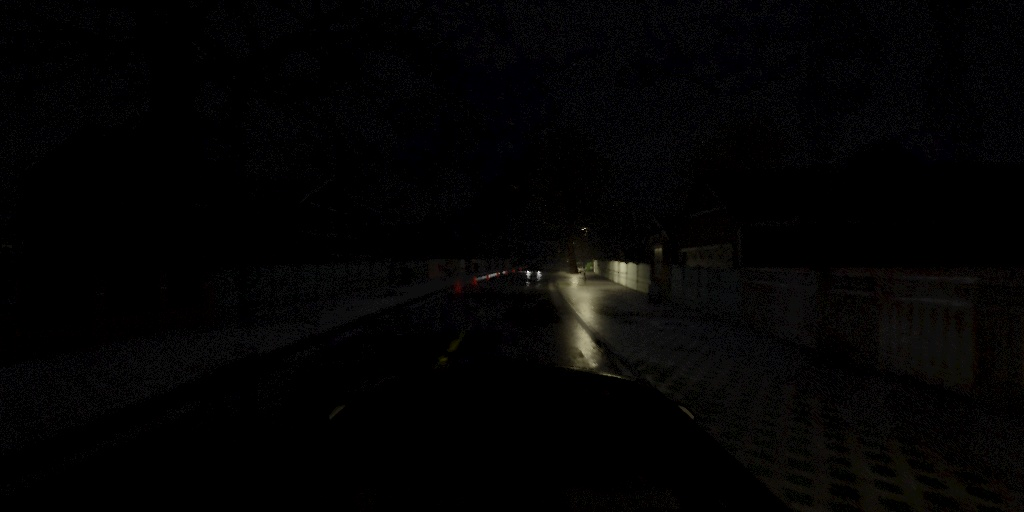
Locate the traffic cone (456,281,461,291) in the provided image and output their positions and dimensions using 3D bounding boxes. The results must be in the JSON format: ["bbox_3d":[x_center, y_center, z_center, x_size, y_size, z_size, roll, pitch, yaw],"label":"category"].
[{"bbox_3d":[-3.086,1.724,20.582,0.340,0.580,0.340,0,0,5],"label":"traffic cone"}]

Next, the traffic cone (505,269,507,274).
[{"bbox_3d":[-0.648,1.773,40.635,0.340,0.580,0.340,0,0,9],"label":"traffic cone"}]

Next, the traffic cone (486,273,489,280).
[{"bbox_3d":[-2.073,1.744,30.634,0.340,0.580,0.340,0,0,7],"label":"traffic cone"}]

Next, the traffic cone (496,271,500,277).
[{"bbox_3d":[-1.411,1.758,35.641,0.340,0.580,0.340,0,0,8],"label":"traffic cone"}]

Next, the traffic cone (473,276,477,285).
[{"bbox_3d":[-2.631,1.733,25.614,0.340,0.580,0.340,0,0,6],"label":"traffic cone"}]

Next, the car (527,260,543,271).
[{"bbox_3d":[3.273,1.362,50.684,1.837,1.490,4.892,0,0,12],"label":"car"}]

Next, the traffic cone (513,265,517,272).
[{"bbox_3d":[0.219,1.791,45.611,0.340,0.580,0.340,0,0,10],"label":"traffic cone"}]
